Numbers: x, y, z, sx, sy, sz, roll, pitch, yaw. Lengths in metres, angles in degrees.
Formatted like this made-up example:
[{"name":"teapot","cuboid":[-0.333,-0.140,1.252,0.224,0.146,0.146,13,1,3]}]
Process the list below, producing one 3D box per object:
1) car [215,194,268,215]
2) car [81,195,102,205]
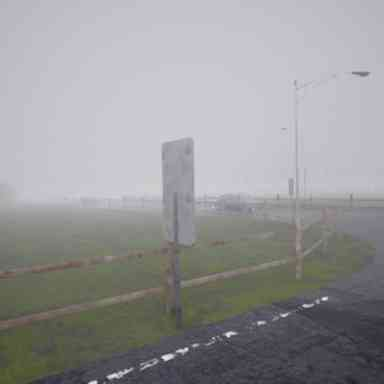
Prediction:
[{"name":"car","cuboid":[4.091,0.940,27.919,2.097,1.767,4.553,-2,1,-39]},{"name":"car","cuboid":[-15.804,1.267,52.196,2.128,1.511,4.902,-2,1,-39]}]
